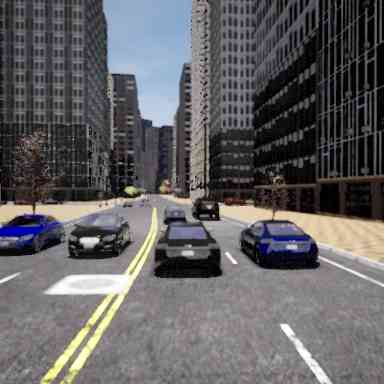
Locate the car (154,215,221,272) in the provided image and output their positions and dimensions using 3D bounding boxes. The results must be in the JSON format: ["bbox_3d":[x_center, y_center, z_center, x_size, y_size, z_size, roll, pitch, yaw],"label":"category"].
[{"bbox_3d":[-0.185,1.686,11.240,1.994,1.385,4.181,0,-1,-2],"label":"car"}]

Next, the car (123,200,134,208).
[{"bbox_3d":[-12.036,2.245,62.935,2.033,1.411,5.357,0,-1,-7],"label":"car"}]

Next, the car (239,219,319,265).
[{"bbox_3d":[3.020,1.695,12.324,1.994,1.385,4.181,0,-1,-2],"label":"car"}]

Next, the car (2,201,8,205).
[{"bbox_3d":[-40.471,2.090,68.765,4.313,1.339,1.947,0,0,-5],"label":"car"}]

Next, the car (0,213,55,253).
[{"bbox_3d":[-6.993,1.686,14.499,1.812,1.442,4.674,0,-1,-3],"label":"car"}]

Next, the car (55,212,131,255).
[{"bbox_3d":[-3.718,1.645,14.040,2.128,1.511,4.902,0,-1,-3],"label":"car"}]

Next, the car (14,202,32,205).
[{"bbox_3d":[-34.808,2.154,69.237,4.206,1.307,1.802,0,0,-5],"label":"car"}]

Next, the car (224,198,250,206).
[{"bbox_3d":[9.591,2.257,73.638,5.009,1.841,2.192,0,0,-6],"label":"car"}]

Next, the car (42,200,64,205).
[{"bbox_3d":[-29.145,2.186,69.749,4.313,1.339,1.947,0,0,-5],"label":"car"}]

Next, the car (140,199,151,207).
[{"bbox_3d":[-8.810,2.046,63.335,2.097,1.767,4.553,0,-1,-7],"label":"car"}]

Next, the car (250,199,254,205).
[{"bbox_3d":[14.223,2.462,82.506,4.829,1.417,1.752,0,0,-6],"label":"car"}]

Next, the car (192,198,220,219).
[{"bbox_3d":[1.297,1.563,32.847,2.150,2.045,5.566,0,-1,-6],"label":"car"}]

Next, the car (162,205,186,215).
[{"bbox_3d":[-1.551,1.854,28.930,2.033,1.411,5.357,0,-1,-6],"label":"car"}]
